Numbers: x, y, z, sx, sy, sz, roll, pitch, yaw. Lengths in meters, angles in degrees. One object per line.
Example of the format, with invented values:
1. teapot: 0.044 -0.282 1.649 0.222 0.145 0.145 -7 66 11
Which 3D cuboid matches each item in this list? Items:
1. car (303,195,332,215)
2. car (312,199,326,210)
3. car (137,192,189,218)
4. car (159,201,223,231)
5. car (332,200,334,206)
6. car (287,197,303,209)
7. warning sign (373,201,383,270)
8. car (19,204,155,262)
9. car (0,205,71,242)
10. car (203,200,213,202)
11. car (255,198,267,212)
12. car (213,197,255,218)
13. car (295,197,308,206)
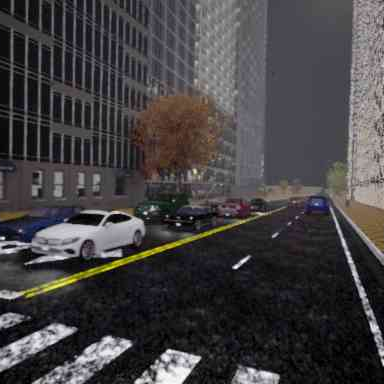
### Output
1. car: 14.006 1.401 36.950 2.150 2.045 5.566 2 0 24
2. car: 18.239 1.758 47.579 1.812 1.442 4.674 2 1 22
3. car: -1.939 1.004 23.766 2.150 2.045 5.566 2 0 22
4. car: 0.083 1.471 20.124 1.895 1.301 4.718 2 0 22
5. car: 24.933 1.861 61.201 1.812 1.442 4.674 2 0 22
6. car: 15.300 1.484 48.817 2.097 1.767 4.553 2 0 24
7. warning sign: 6.026 1.243 9.497 1.300 1.860 1.060 3 2 22
8. car: -3.328 1.351 11.681 1.812 1.442 4.674 2 0 22
9. car: -5.748 1.279 14.321 2.033 1.411 5.357 2 0 22
10. car: 1.803 1.433 33.083 1.895 1.301 4.718 2 0 22
11. car: 7.539 1.474 38.559 1.837 1.490 4.892 2 0 22
12. car: 3.747 1.271 29.196 2.097 1.767 4.553 2 0 22
13. car: 19.376 1.709 58.865 1.812 1.442 4.674 2 0 22
